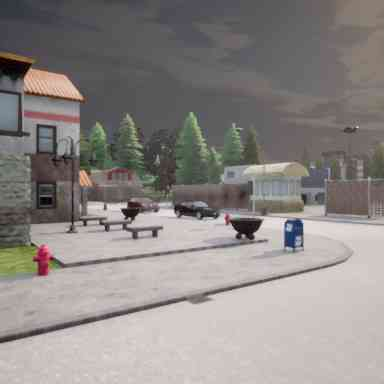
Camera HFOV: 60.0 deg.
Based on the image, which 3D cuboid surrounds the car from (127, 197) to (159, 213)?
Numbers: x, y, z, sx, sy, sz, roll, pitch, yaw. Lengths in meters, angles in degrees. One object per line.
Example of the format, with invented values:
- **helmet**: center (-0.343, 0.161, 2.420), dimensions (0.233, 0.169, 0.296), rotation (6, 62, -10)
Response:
- **car**: center (-5.407, 1.347, 36.597), dimensions (2.097, 1.767, 4.553), rotation (0, 0, -35)

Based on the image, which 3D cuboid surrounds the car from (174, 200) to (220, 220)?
- **car**: center (0.348, 1.473, 28.480), dimensions (1.882, 1.535, 5.008), rotation (0, 0, -35)
